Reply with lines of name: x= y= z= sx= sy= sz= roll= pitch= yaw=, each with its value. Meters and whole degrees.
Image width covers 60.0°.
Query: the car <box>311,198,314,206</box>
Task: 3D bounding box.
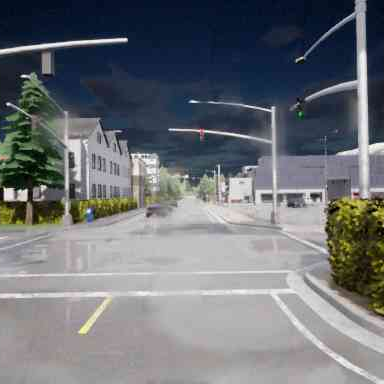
car: x=19.075 y=1.573 z=56.206 sx=1.970 sy=1.475 sz=3.806 roll=-1 pitch=-1 yaw=0

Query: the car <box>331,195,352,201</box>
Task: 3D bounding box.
car: x=25.489 y=1.398 z=56.545 sx=2.152 sy=1.636 sz=5.027 roll=-1 pitch=-1 yaw=0

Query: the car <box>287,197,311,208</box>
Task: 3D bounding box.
car: x=15.429 y=1.629 z=49.148 sx=2.007 sy=1.523 sz=4.514 roll=-1 pitch=-1 yaw=0

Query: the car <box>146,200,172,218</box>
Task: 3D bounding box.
car: x=-3.598 y=1.844 z=34.586 sx=2.033 sy=1.411 sz=5.357 roll=-1 pitch=-1 yaw=0

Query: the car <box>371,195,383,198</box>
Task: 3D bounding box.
car: x=19.120 y=1.183 z=31.280 sx=1.905 sy=1.878 sz=3.866 roll=-1 pitch=-1 yaw=0

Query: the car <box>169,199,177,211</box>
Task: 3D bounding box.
car: x=-3.585 y=1.885 z=44.882 sx=2.128 sy=1.511 sz=4.902 roll=-1 pitch=-1 yaw=0
